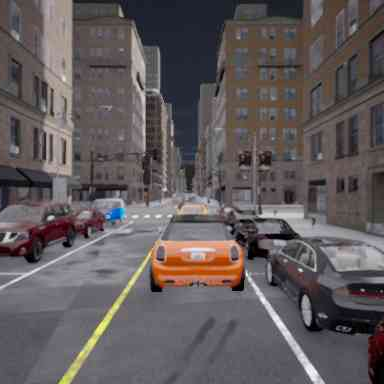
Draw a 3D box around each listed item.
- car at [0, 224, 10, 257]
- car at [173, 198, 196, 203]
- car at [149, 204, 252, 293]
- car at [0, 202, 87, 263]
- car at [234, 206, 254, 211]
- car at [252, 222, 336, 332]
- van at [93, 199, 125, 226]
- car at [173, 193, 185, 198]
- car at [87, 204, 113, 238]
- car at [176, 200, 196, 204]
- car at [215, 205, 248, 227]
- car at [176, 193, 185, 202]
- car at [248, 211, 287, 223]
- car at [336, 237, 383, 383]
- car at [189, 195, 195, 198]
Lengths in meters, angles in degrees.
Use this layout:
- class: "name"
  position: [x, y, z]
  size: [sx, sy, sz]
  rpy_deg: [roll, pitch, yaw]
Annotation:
- class: "car"
  position: [-5.858, 1.576, 6.652]
  size: [1.947, 1.339, 4.313]
  rpy_deg: [0, 0, 0]
- class: "car"
  position: [-0.426, 1.581, 32.314]
  size: [2.033, 1.411, 5.357]
  rpy_deg: [0, 0, -8]
- class: "car"
  position: [0.079, 1.366, 9.107]
  size: [2.097, 1.767, 4.553]
  rpy_deg: [0, 0, -1]
- class: "car"
  position: [-5.859, 1.333, 12.237]
  size: [2.192, 1.841, 5.009]
  rpy_deg: [0, 0, 0]
- class: "car"
  position: [2.662, 1.592, 17.831]
  size: [1.947, 1.339, 4.313]
  rpy_deg: [0, 0, 0]
- class: "car"
  position: [2.668, 1.561, 6.661]
  size: [2.008, 1.369, 4.403]
  rpy_deg: [0, 0, 0]
- class: "van"
  position: [-5.865, 1.375, 23.410]
  size: [1.690, 1.788, 3.998]
  rpy_deg: [0, 0, 0]
- class: "car"
  position: [-2.865, 1.464, 70.642]
  size: [2.097, 1.767, 4.553]
  rpy_deg: [0, 0, 0]
- class: "car"
  position: [-5.863, 1.570, 17.824]
  size: [1.887, 1.381, 4.507]
  rpy_deg: [0, 0, 0]
- class: "car"
  position: [0.089, 1.507, 20.001]
  size: [1.882, 1.535, 5.008]
  rpy_deg: [0, 0, 0]
- class: "car"
  position: [2.659, 1.616, 23.416]
  size: [1.802, 1.307, 4.206]
  rpy_deg: [0, 0, 0]
- class: "car"
  position: [-2.956, 1.364, 86.065]
  size: [2.150, 2.045, 5.566]
  rpy_deg: [0, 0, 0]
- class: "car"
  position: [2.665, 1.584, 12.245]
  size: [1.947, 1.339, 4.313]
  rpy_deg: [0, 0, 0]
- class: "car"
  position: [2.671, 1.317, 1.076]
  size: [2.192, 1.841, 5.009]
  rpy_deg: [0, 0, 0]
- class: "car"
  position: [0.026, 1.663, 89.034]
  size: [2.128, 1.511, 4.902]
  rpy_deg: [0, 0, 0]
